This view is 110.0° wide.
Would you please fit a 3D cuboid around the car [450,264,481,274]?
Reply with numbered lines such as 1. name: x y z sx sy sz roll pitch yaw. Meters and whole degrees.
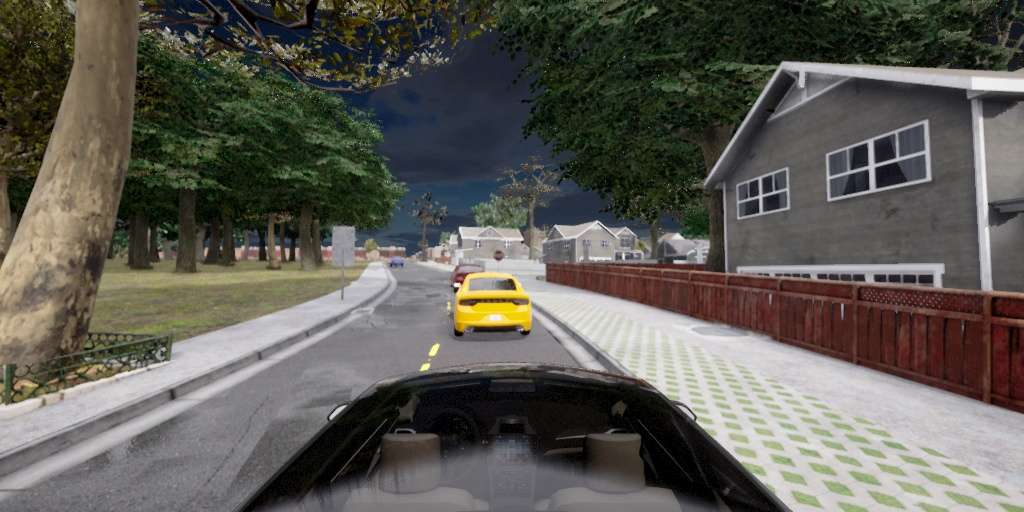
1. car: -2.505 1.193 20.713 1.882 1.535 5.008 1 0 -13

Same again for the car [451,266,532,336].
1. car: -0.664 1.219 10.443 1.882 1.535 5.008 0 0 -7

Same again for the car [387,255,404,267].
1. car: -17.208 0.865 53.465 1.882 1.535 5.008 1 0 -20
